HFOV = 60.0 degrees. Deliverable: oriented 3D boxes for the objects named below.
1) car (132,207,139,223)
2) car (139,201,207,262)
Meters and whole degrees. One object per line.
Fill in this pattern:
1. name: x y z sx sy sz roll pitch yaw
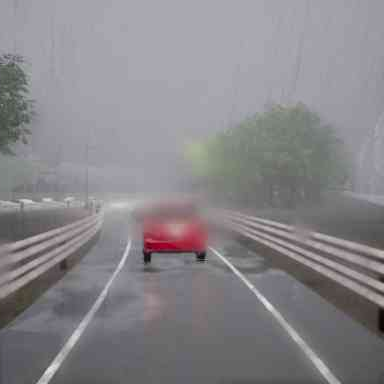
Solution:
1. car: -4.066 1.890 29.049 1.994 1.385 4.181 0 0 -16
2. car: -0.806 1.367 13.024 2.150 2.045 5.566 0 0 -7
